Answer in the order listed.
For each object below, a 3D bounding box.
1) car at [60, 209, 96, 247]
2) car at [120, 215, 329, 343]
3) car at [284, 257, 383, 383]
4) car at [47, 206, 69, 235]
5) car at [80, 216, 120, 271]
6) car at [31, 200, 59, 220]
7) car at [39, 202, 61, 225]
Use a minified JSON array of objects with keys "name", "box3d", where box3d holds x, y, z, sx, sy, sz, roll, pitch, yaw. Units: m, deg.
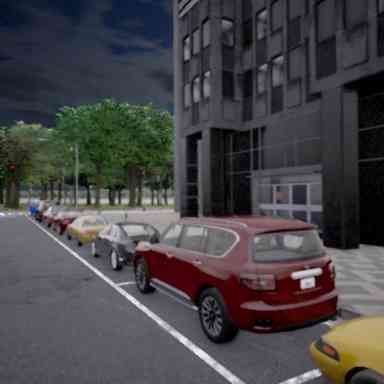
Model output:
[{"name":"car","box3d":[-5.032,1.736,16.321,1.752,1.417,4.829,0,-1,-30]},{"name":"car","box3d":[0.440,1.388,6.731,2.192,1.841,5.009,0,-1,-30]},{"name":"car","box3d":[3.051,1.532,2.154,1.752,1.417,4.829,0,-1,-30]},{"name":"car","box3d":[-7.642,1.822,20.896,1.887,1.381,4.507,0,-1,-30]},{"name":"car","box3d":[-2.253,1.691,11.451,2.008,1.369,4.403,0,-1,-30]},{"name":"car","box3d":[-13.032,1.731,30.344,2.192,1.841,5.009,0,-1,-30]},{"name":"car","box3d":[-10.337,1.787,25.620,1.967,1.590,4.097,0,-1,-30]}]
